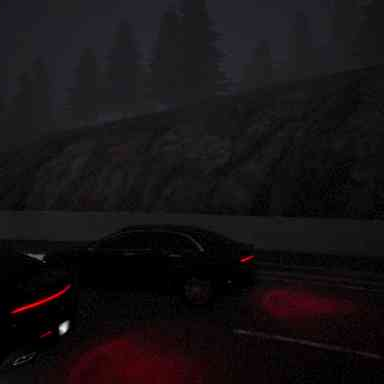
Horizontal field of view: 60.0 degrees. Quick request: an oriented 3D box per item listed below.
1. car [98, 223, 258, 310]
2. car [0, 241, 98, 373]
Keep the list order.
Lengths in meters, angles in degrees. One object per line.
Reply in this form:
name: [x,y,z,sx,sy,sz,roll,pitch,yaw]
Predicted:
car: [-1.013,1.483,7.505,4.892,1.490,1.837,0,-1,14]
car: [-4.044,1.472,4.497,4.892,1.490,1.837,0,-1,5]
